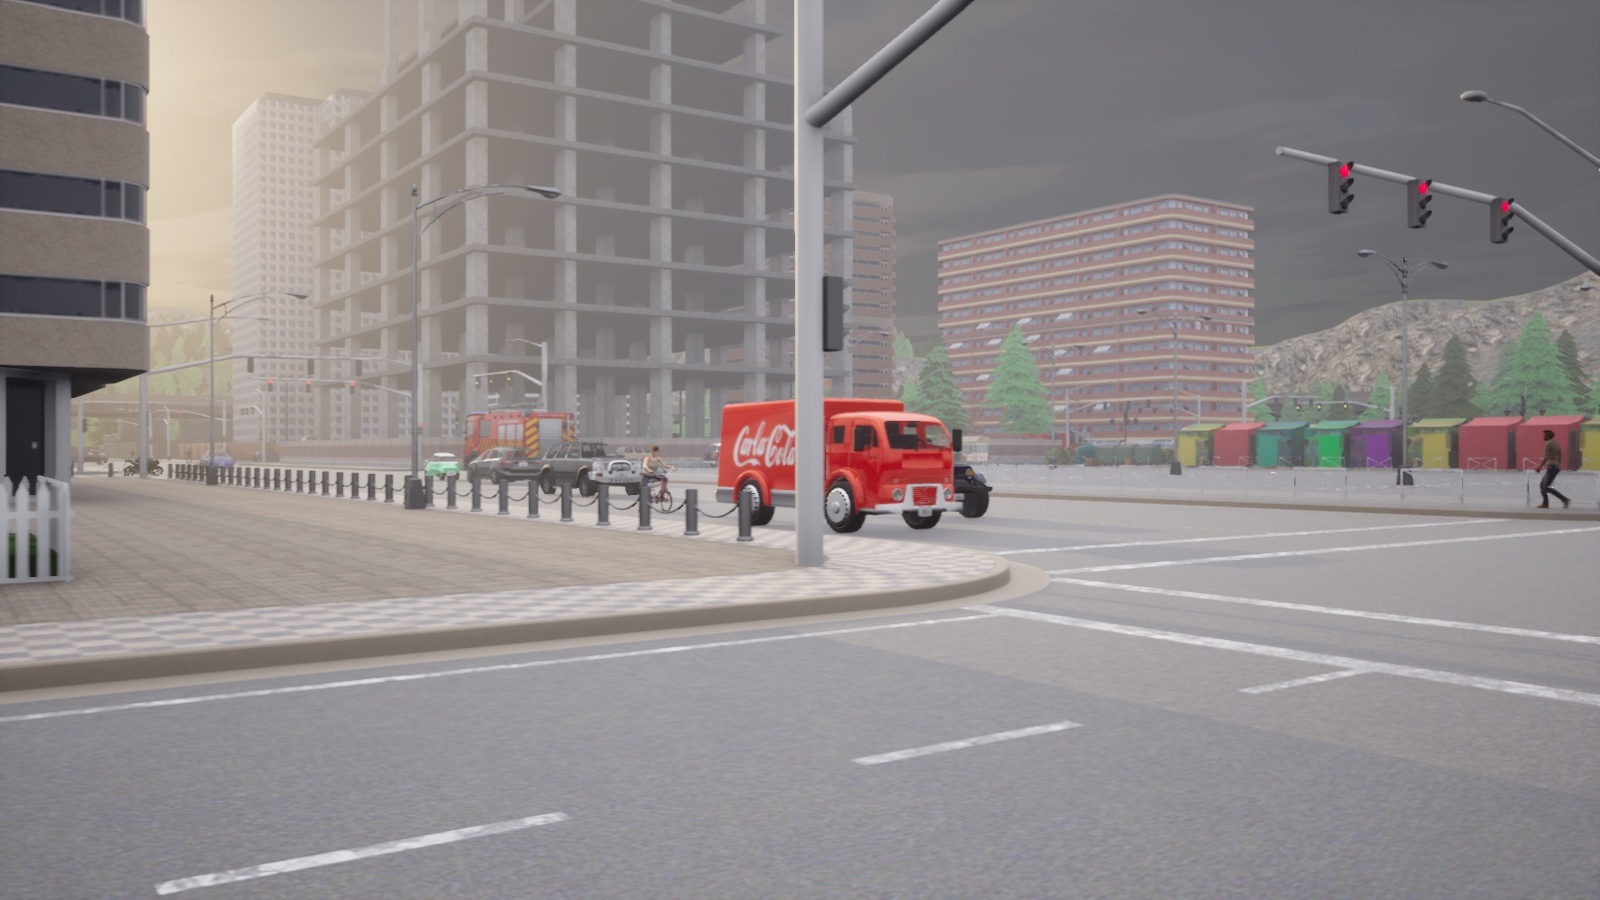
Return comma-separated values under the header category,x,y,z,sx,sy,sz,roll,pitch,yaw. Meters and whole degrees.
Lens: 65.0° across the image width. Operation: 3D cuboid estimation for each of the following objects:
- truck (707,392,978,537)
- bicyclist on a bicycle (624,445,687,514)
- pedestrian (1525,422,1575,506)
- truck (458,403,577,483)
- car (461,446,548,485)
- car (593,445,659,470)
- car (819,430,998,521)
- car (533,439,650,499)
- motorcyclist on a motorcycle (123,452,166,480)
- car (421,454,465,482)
category,x,y,z,sx,sy,sz,roll,pitch,yaw
truck,0.672,0.250,24.232,2.627,2.467,5.204,0,0,-35
bicyclist on a bicycle,-3.476,0.697,30.166,0.866,1.612,1.509,0,0,-35
pedestrian,16.481,0.301,27.600,0.328,1.805,0.869,0,0,-41
truck,-14.596,-0.345,64.335,2.891,3.827,8.468,0,0,-35
car,-13.318,0.658,56.420,2.242,1.667,4.611,0,0,-35
car,-13.196,0.566,95.264,4.605,1.855,1.932,0,0,-35
car,2.336,0.522,27.958,1.905,1.878,3.866,0,0,-35
car,-6.872,0.595,41.114,1.932,1.855,4.605,0,0,-36
motorcyclist on a motorcycle,-36.508,0.896,69.949,2.044,1.523,0.797,0,0,-36
car,-17.888,0.894,62.944,1.481,1.376,2.207,0,0,-35
